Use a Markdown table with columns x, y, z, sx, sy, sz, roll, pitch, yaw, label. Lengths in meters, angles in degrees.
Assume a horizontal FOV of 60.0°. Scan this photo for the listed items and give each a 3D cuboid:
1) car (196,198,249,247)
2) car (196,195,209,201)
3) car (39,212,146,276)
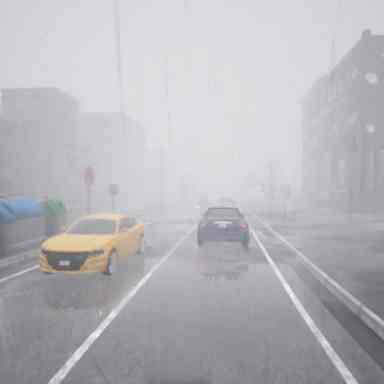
| x | y | z | sx | sy | sz | roll | pitch | yaw | label |
| --- | --- | --- | --- | --- | --- | --- | --- | --- | --- |
| 1.439 | 1.355 | 15.330 | 2.097 | 1.767 | 4.553 | 1 | 0 | 6 | car |
| 1.803 | 1.325 | 52.731 | 2.097 | 1.767 | 4.553 | 1 | 0 | 7 | car |
| -2.827 | 1.447 | 10.515 | 1.882 | 1.535 | 5.008 | 0 | 0 | 6 | car |
